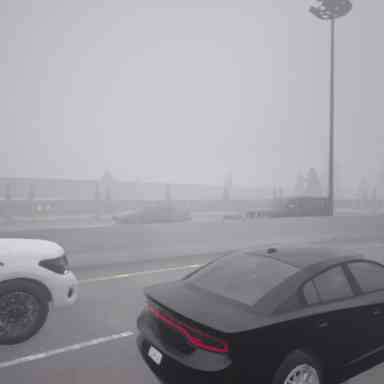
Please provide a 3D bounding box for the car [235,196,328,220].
[{"bbox_3d":[5.524,1.266,19.030,5.566,2.045,2.150,0,0,-26],"label":"car"}]

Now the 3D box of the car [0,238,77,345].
[{"bbox_3d":[-4.599,1.200,4.685,5.566,2.045,2.150,0,0,-36],"label":"car"}]

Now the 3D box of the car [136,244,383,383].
[{"bbox_3d":[1.713,1.484,4.677,5.008,1.535,1.882,0,0,-33],"label":"car"}]

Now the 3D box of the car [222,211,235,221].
[{"bbox_3d":[4.075,1.609,22.141,4.181,1.385,1.994,0,0,-26],"label":"car"}]

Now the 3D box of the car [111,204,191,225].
[{"bbox_3d":[-2.688,1.558,22.629,5.357,1.411,2.033,0,0,-29],"label":"car"}]
